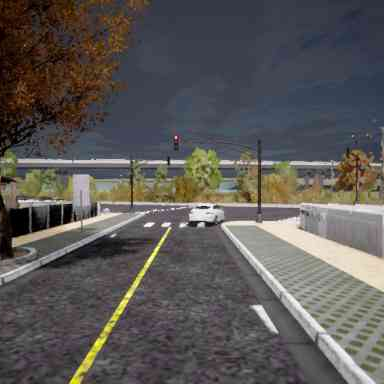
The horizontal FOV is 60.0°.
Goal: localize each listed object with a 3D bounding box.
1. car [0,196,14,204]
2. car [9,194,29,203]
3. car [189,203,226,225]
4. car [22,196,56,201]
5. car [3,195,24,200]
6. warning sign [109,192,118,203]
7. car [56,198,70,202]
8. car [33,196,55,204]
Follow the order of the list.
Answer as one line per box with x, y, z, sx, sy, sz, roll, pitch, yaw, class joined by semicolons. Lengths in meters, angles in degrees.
-40.872;1.720;72.047;4.902;1.511;2.128;-1;2;36;car
-38.943;1.440;74.653;4.553;1.767;2.097;-1;2;36;car
1.163;1.523;23.764;1.812;1.442;4.674;0;0;17;car
-23.672;1.802;51.411;5.008;1.535;1.882;-1;2;36;car
-34.870;1.868;63.676;5.357;1.411;2.033;-1;2;36;car
-14.247;0.995;60.260;1.060;1.860;1.300;2;1;36;warning sign
-21.662;1.692;53.971;5.008;1.535;1.882;0;2;36;car
-30.523;1.600;68.545;4.892;1.490;1.837;-1;2;36;car
